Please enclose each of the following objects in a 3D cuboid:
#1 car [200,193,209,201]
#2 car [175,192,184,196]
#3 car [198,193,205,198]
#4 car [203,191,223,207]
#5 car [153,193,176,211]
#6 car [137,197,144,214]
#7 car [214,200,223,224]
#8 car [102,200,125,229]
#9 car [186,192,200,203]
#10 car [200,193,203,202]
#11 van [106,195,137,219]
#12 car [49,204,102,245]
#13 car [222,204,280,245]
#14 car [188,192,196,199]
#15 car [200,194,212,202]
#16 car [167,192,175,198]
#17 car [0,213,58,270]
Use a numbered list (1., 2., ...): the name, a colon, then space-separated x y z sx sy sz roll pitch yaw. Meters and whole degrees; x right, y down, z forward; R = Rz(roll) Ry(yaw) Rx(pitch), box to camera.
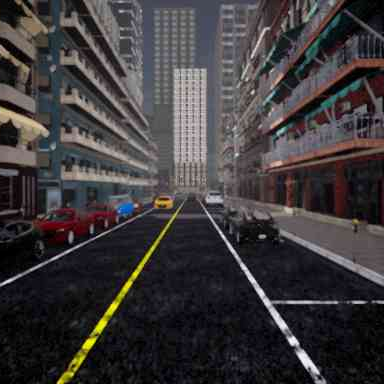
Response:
1. car: 2.672 1.057 70.240 1.752 1.417 4.829 -1 0 0
2. car: -3.012 0.691 79.347 1.812 1.442 4.674 0 0 0
3. car: 2.669 0.937 92.164 1.887 1.381 4.507 -1 0 0
4. car: 2.994 0.915 45.809 2.150 2.045 5.566 0 0 0
5. car: -3.100 1.223 37.264 1.882 1.535 5.008 0 0 0
6. car: -5.704 1.225 31.419 1.967 1.590 4.097 -1 0 0
7. car: 2.680 1.410 20.361 2.008 1.369 4.403 -1 0 0
8. car: -5.701 1.404 20.373 1.887 1.381 4.507 0 0 0
9. car: -0.008 1.175 57.922 1.994 1.385 4.181 0 0 0
10. car: 2.674 1.149 59.024 1.887 1.381 4.507 -1 0 0
11. van: -5.704 1.163 25.895 1.690 1.788 3.998 0 0 0
12. car: -5.700 1.441 14.850 1.887 1.381 4.507 0 0 0
13. car: 2.681 1.448 14.838 2.008 1.369 4.403 -1 0 0
14. car: -0.011 0.863 74.647 1.837 1.490 4.892 0 0 0
15. car: 2.673 1.119 64.547 2.008 1.369 4.403 -1 0 0
16. car: -5.713 0.832 92.176 1.967 1.590 4.097 -1 0 0
17. car: -5.699 1.500 9.326 1.947 1.339 4.313 0 0 0
